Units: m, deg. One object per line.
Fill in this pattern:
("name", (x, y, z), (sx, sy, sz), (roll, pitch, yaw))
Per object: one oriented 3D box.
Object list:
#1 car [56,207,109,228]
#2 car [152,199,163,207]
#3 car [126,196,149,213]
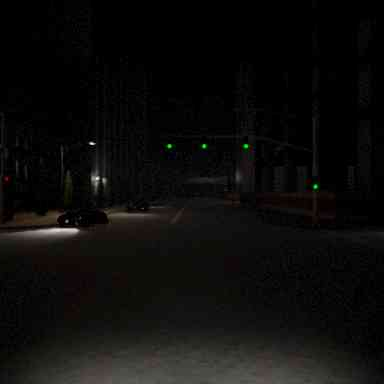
("car", (-7.647, 1.741, 23.566), (1.994, 1.385, 4.181), (0, -1, 14))
("car", (-6.558, 1.989, 63.433), (1.812, 1.442, 4.674), (0, 0, 0))
("car", (-6.700, 1.530, 41.563), (2.150, 2.045, 5.566), (0, -1, 0))
